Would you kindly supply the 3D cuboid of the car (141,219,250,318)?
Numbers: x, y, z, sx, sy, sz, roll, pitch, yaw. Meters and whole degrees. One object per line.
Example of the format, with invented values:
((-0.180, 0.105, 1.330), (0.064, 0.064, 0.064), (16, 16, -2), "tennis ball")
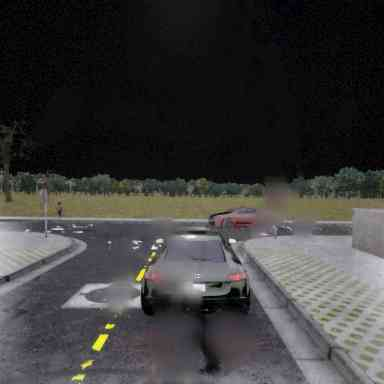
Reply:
((0.087, 1.562, 7.537), (1.994, 1.385, 4.181), (0, 0, 1), "car")

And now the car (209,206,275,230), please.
((3.158, 1.619, 21.115), (4.181, 1.385, 1.994), (1, 0, -10), "car")

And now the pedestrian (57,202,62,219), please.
((-9.719, 0.998, 24.448), (0.375, 1.860, 0.375), (0, -1, 0), "pedestrian")
